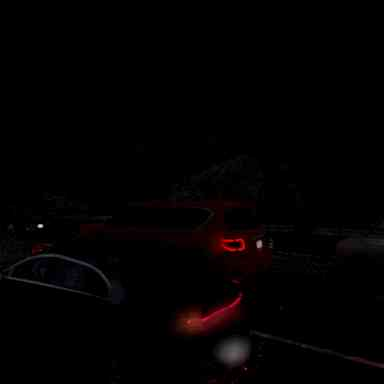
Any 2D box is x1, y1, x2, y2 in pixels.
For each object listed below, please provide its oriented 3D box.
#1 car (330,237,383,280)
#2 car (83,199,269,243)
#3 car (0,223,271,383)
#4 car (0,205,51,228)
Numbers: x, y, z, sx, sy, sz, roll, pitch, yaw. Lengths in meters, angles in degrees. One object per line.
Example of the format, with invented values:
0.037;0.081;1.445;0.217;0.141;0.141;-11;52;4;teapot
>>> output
6.030;1.586;8.201;4.718;1.301;1.895;0;0;36;car
-0.775;1.210;8.627;5.566;2.045;2.150;0;0;34;car
-1.552;1.485;4.899;4.902;1.511;2.128;0;0;34;car
-9.889;1.485;18.309;4.892;1.490;1.837;0;0;30;car
